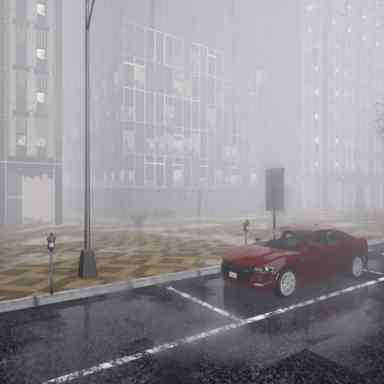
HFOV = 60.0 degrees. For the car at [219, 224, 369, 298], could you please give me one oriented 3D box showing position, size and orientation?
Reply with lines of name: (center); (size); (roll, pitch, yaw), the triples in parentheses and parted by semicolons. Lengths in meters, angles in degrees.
car: (2.717, 1.545, 8.484); (4.507, 1.381, 1.887); (0, 0, -35)
